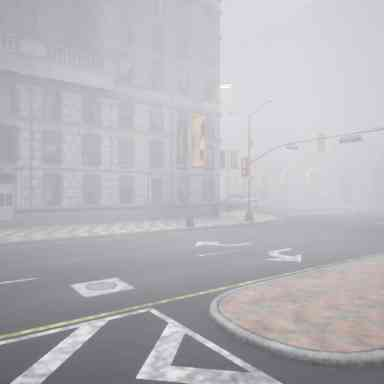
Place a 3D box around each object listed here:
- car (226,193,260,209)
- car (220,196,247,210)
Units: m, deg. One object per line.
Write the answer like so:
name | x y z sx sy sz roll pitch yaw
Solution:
car | 6.866 1.221 46.370 2.150 2.045 5.566 0 0 -37
car | 4.695 1.564 43.405 1.994 1.385 4.181 0 0 -36
